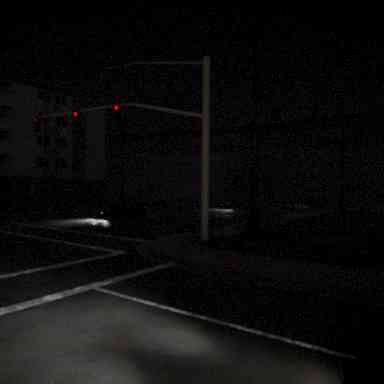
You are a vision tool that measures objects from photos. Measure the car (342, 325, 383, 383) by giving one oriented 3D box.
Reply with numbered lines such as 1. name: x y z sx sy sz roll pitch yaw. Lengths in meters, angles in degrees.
1. car: 3.278 1.604 1.619 4.718 1.301 1.895 0 0 36

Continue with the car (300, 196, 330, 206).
1. car: 19.217 1.375 51.920 4.674 1.442 1.812 0 1 -15

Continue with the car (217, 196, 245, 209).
1. car: 4.944 1.288 41.603 1.837 1.490 4.892 0 0 37

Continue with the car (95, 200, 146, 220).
1. car: -5.591 1.370 26.435 1.994 1.385 4.181 1 1 35
